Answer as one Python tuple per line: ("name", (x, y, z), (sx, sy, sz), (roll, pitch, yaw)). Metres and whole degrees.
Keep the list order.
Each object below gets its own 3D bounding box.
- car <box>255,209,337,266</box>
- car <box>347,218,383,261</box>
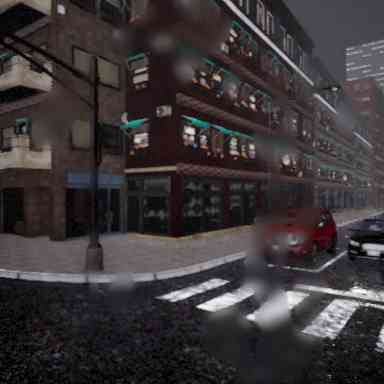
("car", (4.262, 1.601, 13.072), (2.192, 1.841, 5.009), (-2, -2, 35))
("car", (7.407, 1.798, 13.017), (2.128, 1.511, 4.902), (0, -1, 35))
